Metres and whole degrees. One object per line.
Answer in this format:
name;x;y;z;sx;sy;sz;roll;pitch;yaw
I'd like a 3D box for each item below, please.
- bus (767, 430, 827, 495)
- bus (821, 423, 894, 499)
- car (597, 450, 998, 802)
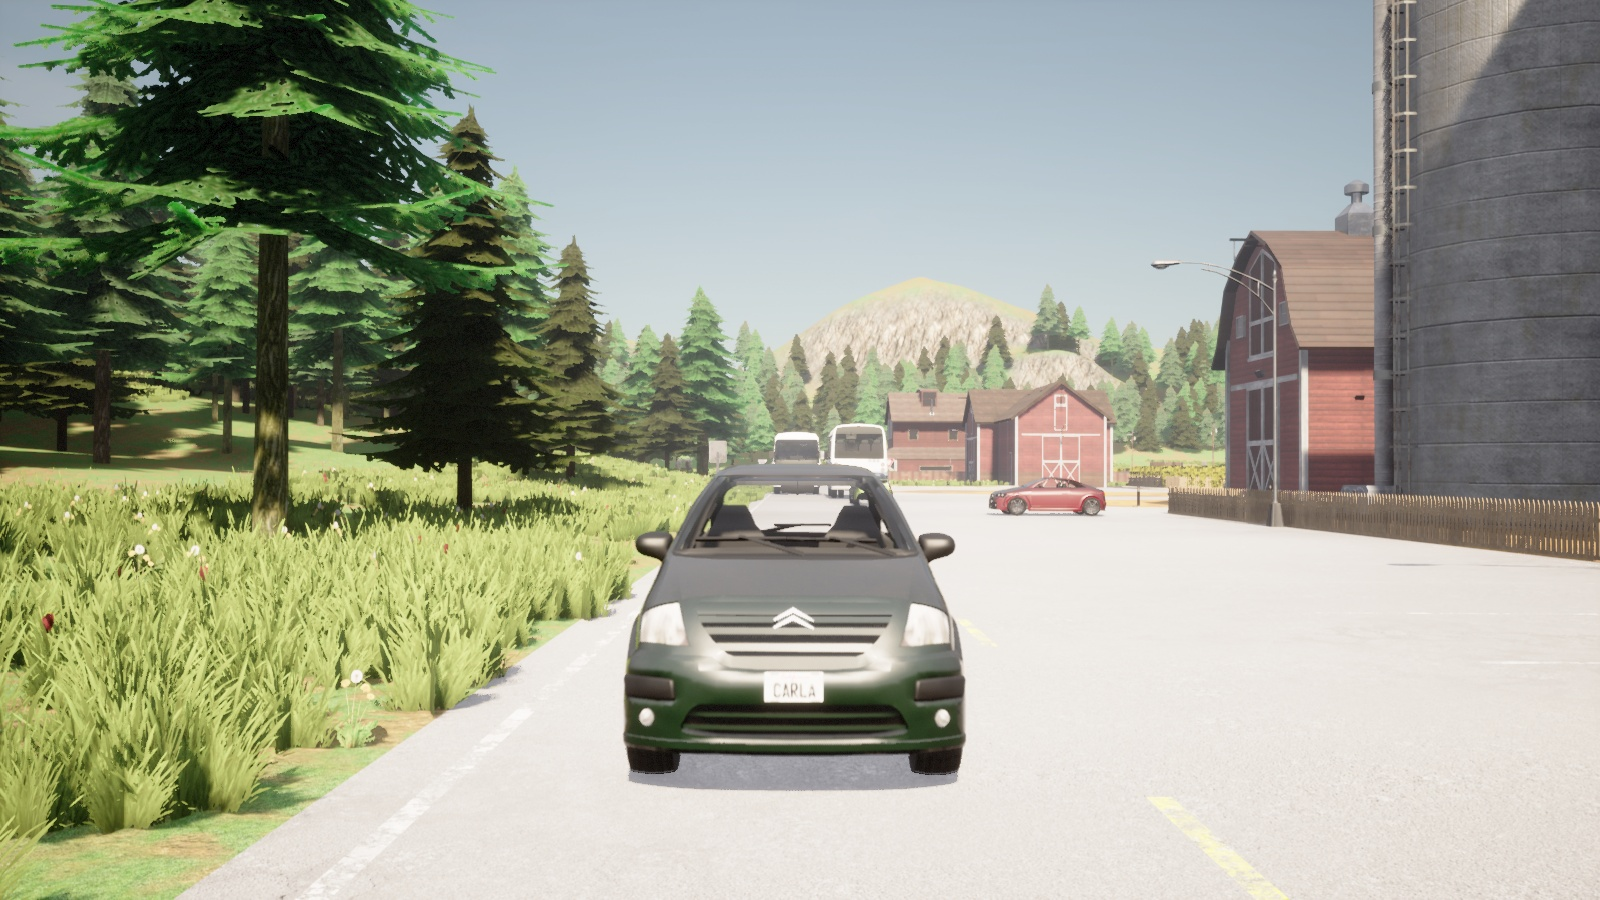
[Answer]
bus;-0.215;0.922;88.123;3.944;4.253;10.273;0;-1;0
bus;3.315;0.703;75.945;3.944;4.253;10.273;0;-1;0
car;-0.019;0.844;7.803;1.851;1.617;3.988;0;-1;0
